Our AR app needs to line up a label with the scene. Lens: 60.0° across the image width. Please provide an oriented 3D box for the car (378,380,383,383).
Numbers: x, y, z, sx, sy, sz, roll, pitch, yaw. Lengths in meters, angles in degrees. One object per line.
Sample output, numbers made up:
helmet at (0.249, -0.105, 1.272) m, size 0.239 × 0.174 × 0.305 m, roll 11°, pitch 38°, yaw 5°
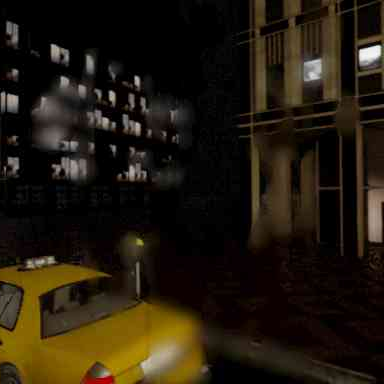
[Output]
car at (2.575, 1.436, 1.046) m, size 4.097 × 1.590 × 1.967 m, roll 0°, pitch -1°, yaw 36°

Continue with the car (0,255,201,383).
car at (-2.187, 1.536, 4.444) m, size 4.829 × 1.417 × 1.752 m, roll 0°, pitch -1°, yaw 36°
